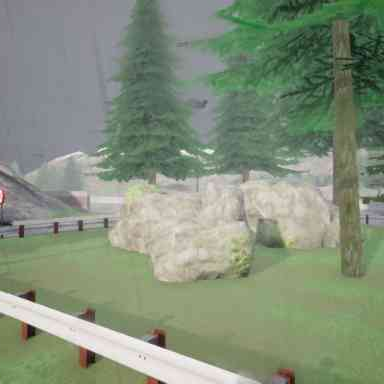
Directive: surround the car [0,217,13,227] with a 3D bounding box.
[{"bbox_3d":[-10.979,1.359,15.420,5.357,1.411,2.033,0,0,16],"label":"car"}]
